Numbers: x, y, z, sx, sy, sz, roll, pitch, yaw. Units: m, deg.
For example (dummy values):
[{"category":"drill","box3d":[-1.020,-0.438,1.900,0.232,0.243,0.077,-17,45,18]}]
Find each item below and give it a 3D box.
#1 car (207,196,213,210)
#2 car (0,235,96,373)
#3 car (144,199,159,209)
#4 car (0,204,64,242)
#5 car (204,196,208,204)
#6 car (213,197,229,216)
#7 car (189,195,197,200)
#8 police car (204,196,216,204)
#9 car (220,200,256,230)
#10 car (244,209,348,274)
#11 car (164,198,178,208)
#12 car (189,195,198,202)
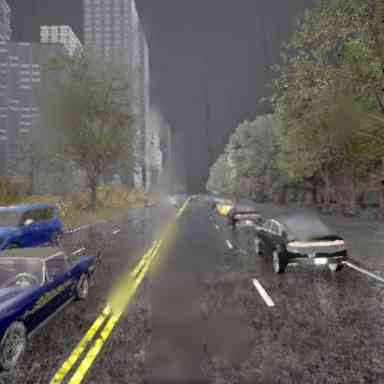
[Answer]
[{"category":"car","box3d":[3.418,1.515,43.852,1.882,1.535,5.008,0,0,0]},{"category":"car","box3d":[-3.337,1.816,6.118,1.895,1.301,4.718,-1,0,0]},{"category":"car","box3d":[-6.385,1.826,52.497,2.128,1.511,4.902,-1,0,1]},{"category":"car","box3d":[-6.582,1.523,12.058,2.150,2.045,5.566,-1,0,0]},{"category":"car","box3d":[3.461,1.548,54.859,1.837,1.490,4.892,0,0,0]},{"category":"car","box3d":[3.373,1.486,33.036,1.801,1.575,5.366,0,0,0]},{"category":"car","box3d":[0.337,1.582,93.377,2.033,1.411,5.357,-1,0,0]},{"category":"police car","box3d":[3.479,1.594,65.868,2.038,1.542,4.974,-2,0,0]},{"category":"car","box3d":[3.302,1.555,21.837,2.128,1.511,4.902,-2,0,0]},{"category":"car","box3d":[3.254,1.536,10.832,2.128,1.511,4.902,-3,0,0]},{"category":"car","box3d":[-3.115,1.556,49.387,1.812,1.442,4.674,0,0,1]},{"category":"car","box3d":[0.267,1.573,75.581,1.812,1.442,4.674,-1,0,0]}]
